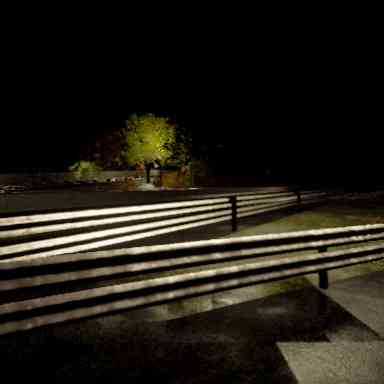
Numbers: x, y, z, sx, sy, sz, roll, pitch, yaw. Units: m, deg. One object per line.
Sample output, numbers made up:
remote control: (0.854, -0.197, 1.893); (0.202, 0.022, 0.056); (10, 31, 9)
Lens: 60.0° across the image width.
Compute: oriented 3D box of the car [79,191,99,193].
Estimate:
car: (-11.141, 0.630, 35.319); (1.837, 1.490, 4.892); (0, 1, 32)

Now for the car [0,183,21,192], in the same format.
car: (-32.974, -0.792, 59.996); (1.812, 1.442, 4.674); (-1, 3, 12)
